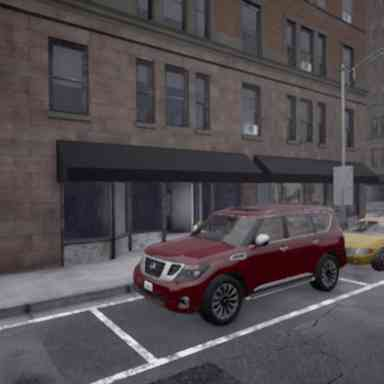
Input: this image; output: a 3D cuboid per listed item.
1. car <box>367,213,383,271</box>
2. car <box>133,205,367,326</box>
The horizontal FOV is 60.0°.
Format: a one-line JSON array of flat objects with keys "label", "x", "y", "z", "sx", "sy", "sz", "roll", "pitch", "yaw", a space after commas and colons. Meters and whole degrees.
[{"label": "car", "x": 5.785, "y": 1.377, "z": 10.325, "sx": 4.829, "sy": 1.417, "sz": 1.752, "roll": -1, "pitch": 1, "yaw": -35}, {"label": "car", "x": 1.299, "y": 1.244, "z": 7.126, "sx": 5.009, "sy": 1.841, "sz": 2.192, "roll": -1, "pitch": 1, "yaw": -35}]
